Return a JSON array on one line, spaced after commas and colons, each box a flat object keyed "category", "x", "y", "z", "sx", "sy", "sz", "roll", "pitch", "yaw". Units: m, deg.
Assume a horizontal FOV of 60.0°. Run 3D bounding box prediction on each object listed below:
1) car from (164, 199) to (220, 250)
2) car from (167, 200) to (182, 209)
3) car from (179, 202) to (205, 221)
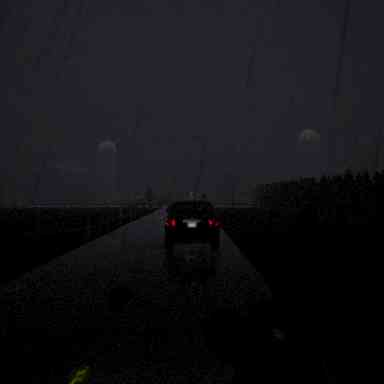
[{"category": "car", "x": 0.000, "y": 1.296, "z": 14.684, "sx": 2.150, "sy": 2.045, "sz": 5.566, "roll": 0, "pitch": 0, "yaw": 0}, {"category": "car", "x": -2.750, "y": 1.939, "z": 52.658, "sx": 2.033, "sy": 1.411, "sz": 5.357, "roll": 0, "pitch": -1, "yaw": 0}, {"category": "car", "x": 0.000, "y": 1.678, "z": 29.654, "sx": 2.033, "sy": 1.411, "sz": 5.357, "roll": 0, "pitch": 0, "yaw": 0}]
